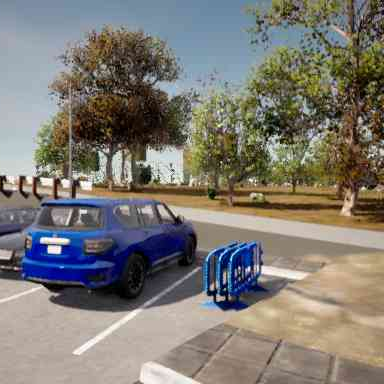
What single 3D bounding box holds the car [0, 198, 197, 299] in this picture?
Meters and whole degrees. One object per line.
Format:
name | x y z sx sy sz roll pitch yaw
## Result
car | -1.620 1.193 8.593 2.435 2.045 5.566 0 -1 19
